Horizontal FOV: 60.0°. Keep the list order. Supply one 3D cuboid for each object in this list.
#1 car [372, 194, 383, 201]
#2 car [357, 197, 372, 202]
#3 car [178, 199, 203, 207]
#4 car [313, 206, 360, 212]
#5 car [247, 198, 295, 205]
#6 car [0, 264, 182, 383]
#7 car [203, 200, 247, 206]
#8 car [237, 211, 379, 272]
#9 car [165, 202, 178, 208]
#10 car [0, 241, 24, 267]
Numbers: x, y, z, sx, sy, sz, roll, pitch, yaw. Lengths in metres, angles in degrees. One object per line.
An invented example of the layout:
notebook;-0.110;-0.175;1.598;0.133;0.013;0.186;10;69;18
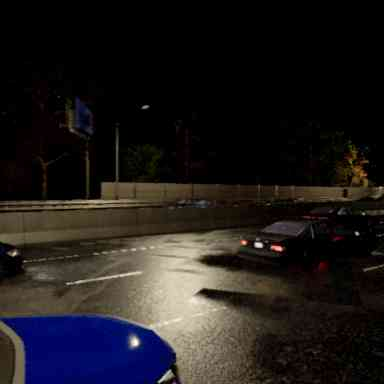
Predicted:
car;34.574;1.317;58.616;5.566;2.045;2.150;0;0;-35
car;32.195;1.618;61.218;4.674;1.442;1.812;0;0;-35
car;1.582;1.561;35.205;5.357;1.411;2.033;0;0;-35
car;8.059;1.498;18.089;4.902;1.511;2.128;0;0;-36
car;7.725;1.368;30.985;4.553;1.767;2.097;0;0;-35
car;-2.222;1.526;2.160;4.674;1.442;1.812;0;0;-35
car;3.693;1.539;32.409;4.674;1.442;1.812;0;0;-35
car;3.930;1.549;10.845;5.357;1.411;2.033;0;0;-35
car;-0.472;1.561;38.039;5.357;1.411;2.033;0;0;-35
car;-6.298;1.565;7.851;4.181;1.385;1.994;0;0;-36
